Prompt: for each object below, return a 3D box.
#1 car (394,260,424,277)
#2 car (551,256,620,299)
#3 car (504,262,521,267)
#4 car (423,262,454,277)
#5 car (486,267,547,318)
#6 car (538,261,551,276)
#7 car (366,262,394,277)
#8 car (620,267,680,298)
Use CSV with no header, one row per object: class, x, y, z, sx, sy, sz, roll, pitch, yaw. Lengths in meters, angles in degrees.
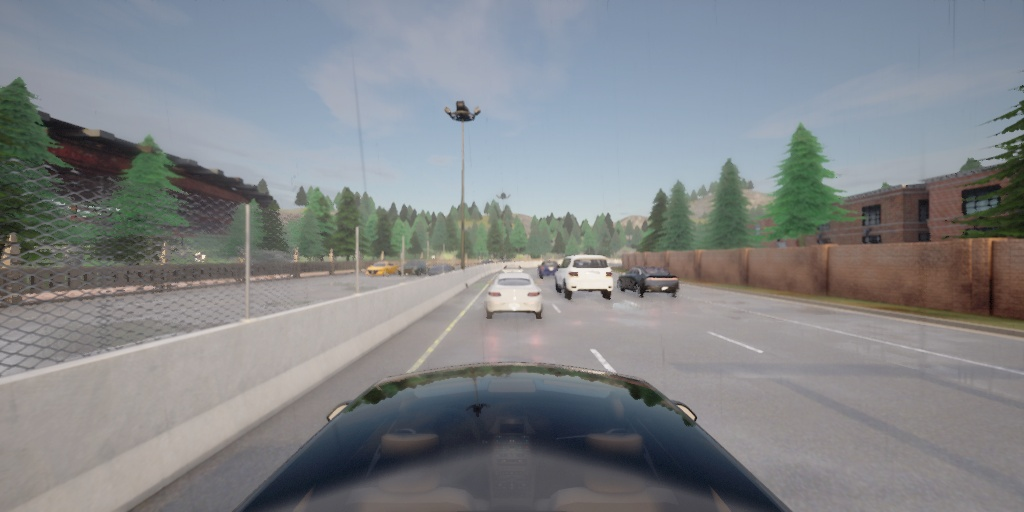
car,-10.430,1.252,38.001,2.097,1.767,4.553,0,0,2
car,3.581,1.035,18.624,2.150,2.045,5.566,0,-1,0
car,0.092,1.484,34.012,1.895,1.301,4.718,0,0,1
car,-7.046,1.440,36.222,2.033,1.411,5.357,0,0,1
car,0.074,1.322,13.051,1.812,1.442,4.674,0,0,0
car,3.611,1.239,34.768,2.097,1.767,4.553,0,0,1
car,-13.924,1.380,38.562,1.882,1.535,5.008,0,0,2
car,7.077,1.312,19.029,2.128,1.511,4.902,0,0,0
